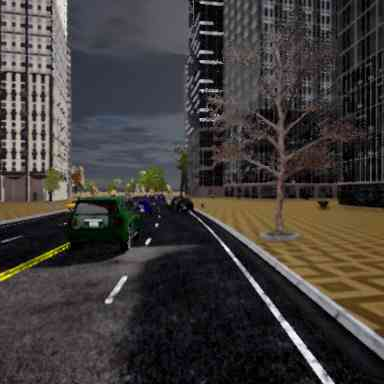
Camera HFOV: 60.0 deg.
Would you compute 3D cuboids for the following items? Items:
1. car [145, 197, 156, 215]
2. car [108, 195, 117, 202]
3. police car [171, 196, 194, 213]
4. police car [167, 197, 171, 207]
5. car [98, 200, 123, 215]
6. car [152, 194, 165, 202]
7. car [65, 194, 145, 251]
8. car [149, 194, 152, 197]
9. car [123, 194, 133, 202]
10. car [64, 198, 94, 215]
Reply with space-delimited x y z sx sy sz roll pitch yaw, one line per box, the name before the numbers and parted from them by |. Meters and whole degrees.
car | -4.710 1.472 32.326 1.812 1.442 4.674 0 0 -5
car | -17.767 1.427 74.761 1.812 1.442 4.674 0 0 -12
police car | -0.895 1.361 36.219 1.930 1.638 5.238 0 0 -6
police car | -2.049 1.346 46.312 1.930 1.638 5.238 0 0 -7
car | -8.362 1.548 34.457 1.895 1.301 4.718 0 0 -6
car | -6.633 1.095 69.234 2.097 1.767 4.553 0 0 -11
car | -3.498 1.198 14.159 2.150 2.045 5.566 0 0 -2
car | -10.032 1.269 85.178 2.033 1.411 5.357 0 0 -14
car | -14.597 1.250 75.478 2.097 1.767 4.553 0 0 -12
car | -11.640 1.428 34.509 1.882 1.535 5.008 0 0 -6
